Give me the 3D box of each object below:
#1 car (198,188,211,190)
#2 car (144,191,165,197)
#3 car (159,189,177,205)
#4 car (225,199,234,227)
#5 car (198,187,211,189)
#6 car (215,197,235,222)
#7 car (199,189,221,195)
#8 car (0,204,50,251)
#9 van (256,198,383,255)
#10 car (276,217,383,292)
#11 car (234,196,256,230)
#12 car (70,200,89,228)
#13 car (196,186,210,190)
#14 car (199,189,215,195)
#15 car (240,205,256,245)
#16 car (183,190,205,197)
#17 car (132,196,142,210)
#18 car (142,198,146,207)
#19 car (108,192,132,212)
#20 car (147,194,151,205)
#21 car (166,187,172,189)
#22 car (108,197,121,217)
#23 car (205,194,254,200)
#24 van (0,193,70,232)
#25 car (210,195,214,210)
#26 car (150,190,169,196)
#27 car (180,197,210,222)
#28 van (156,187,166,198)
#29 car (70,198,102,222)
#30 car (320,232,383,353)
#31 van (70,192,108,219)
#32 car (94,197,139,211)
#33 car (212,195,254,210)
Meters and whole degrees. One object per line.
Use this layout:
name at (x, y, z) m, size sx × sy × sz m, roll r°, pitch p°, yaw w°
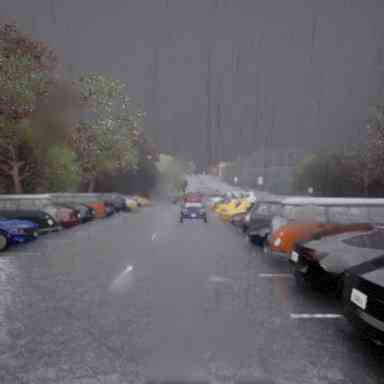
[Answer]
car at (4.254, 0.517, 75.908) m, size 4.792 × 1.488 × 2.163 m, roll 0°, pitch 0°, yaw 0°
car at (-8.797, 0.506, 78.511) m, size 4.674 × 1.452 × 2.002 m, roll 0°, pitch 0°, yaw 0°
car at (-3.473, 0.949, 52.121) m, size 2.150 × 2.045 × 5.566 m, roll 0°, pitch 2°, yaw -1°
car at (4.548, 1.326, 18.341) m, size 4.892 × 1.521 × 2.231 m, roll 0°, pitch 0°, yaw 0°
car at (4.255, 0.340, 78.693) m, size 4.553 × 1.767 × 2.185 m, roll 0°, pitch 1°, yaw 0°
car at (4.356, 1.309, 21.108) m, size 5.366 × 1.575 × 1.946 m, roll 0°, pitch 0°, yaw 0°
car at (4.311, 0.538, 73.124) m, size 4.792 × 1.488 × 2.163 m, roll 0°, pitch 0°, yaw 0°
car at (-8.544, 1.364, 12.855) m, size 5.008 × 1.535 × 2.097 m, roll 0°, pitch 1°, yaw 0°
van at (4.424, 1.164, 10.010) m, size 4.442 × 1.987 × 1.878 m, roll 0°, pitch 1°, yaw 0°
car at (4.570, 1.444, 7.236) m, size 4.792 × 1.488 × 2.163 m, roll 0°, pitch 1°, yaw 0°
car at (4.510, 1.218, 15.560) m, size 4.553 × 1.767 × 2.185 m, roll 0°, pitch 0°, yaw 0°
car at (-8.567, 1.353, 18.393) m, size 4.792 × 1.488 × 2.163 m, roll 0°, pitch 0°, yaw 0°
car at (4.263, 0.147, 84.263) m, size 5.566 × 2.045 × 2.435 m, roll 0°, pitch 1°, yaw 0°
car at (4.332, 0.016, 95.410) m, size 4.553 × 1.767 × 2.185 m, roll 0°, pitch 2°, yaw 0°
car at (4.512, 1.395, 12.789) m, size 4.792 × 1.488 × 2.163 m, roll 0°, pitch 1°, yaw 0°
car at (0.102, 1.044, 41.217) m, size 2.150 × 2.045 × 5.566 m, roll 0°, pitch 0°, yaw 0°
car at (-8.352, 1.298, 35.006) m, size 5.366 × 1.575 × 1.946 m, roll 0°, pitch 0°, yaw 0°
car at (-8.507, 1.329, 40.546) m, size 4.792 × 1.488 × 2.163 m, roll 0°, pitch 0°, yaw 0°
car at (-8.566, 1.050, 29.466) m, size 5.566 × 2.045 × 2.435 m, roll 0°, pitch 0°, yaw 0°
car at (-8.531, 1.298, 45.963) m, size 5.008 × 1.535 × 2.097 m, roll 0°, pitch 0°, yaw 0°
car at (-8.776, 0.224, 92.455) m, size 5.008 × 1.535 × 2.097 m, roll 0°, pitch 1°, yaw 0°
car at (-8.509, 1.332, 26.697) m, size 4.792 × 1.488 × 2.163 m, roll 0°, pitch 0°, yaw 0°
car at (4.357, 1.298, 34.986) m, size 5.366 × 1.575 × 1.946 m, roll 0°, pitch 0°, yaw 0°
van at (-8.430, 1.116, 15.639) m, size 4.442 × 1.987 × 1.878 m, roll 0°, pitch 0°, yaw 0°
car at (4.536, 1.303, 32.210) m, size 4.892 × 1.521 × 2.231 m, roll 0°, pitch 0°, yaw 0°
car at (-8.755, 0.325, 89.666) m, size 4.792 × 1.488 × 2.163 m, roll 0°, pitch 1°, yaw 0°
car at (0.102, 1.351, 23.989) m, size 1.812 × 1.442 × 4.674 m, roll 0°, pitch 0°, yaw 0°
van at (-8.672, 0.284, 73.051) m, size 4.442 × 1.987 × 1.878 m, roll 1°, pitch 1°, yaw 0°
car at (-8.567, 1.341, 21.032) m, size 4.792 × 1.488 × 2.163 m, roll 0°, pitch 0°, yaw 0°
car at (4.570, 1.469, 4.460) m, size 4.792 × 1.488 × 2.163 m, roll 0°, pitch 1°, yaw 0°
van at (-8.655, 1.079, 23.803) m, size 4.442 × 1.987 × 1.878 m, roll 0°, pitch 0°, yaw 0°
car at (-8.534, 1.340, 37.776) m, size 4.674 × 1.452 × 2.002 m, roll 0°, pitch 0°, yaw 0°
car at (4.728, 1.299, 29.434) m, size 5.366 × 1.575 × 1.946 m, roll 0°, pitch 0°, yaw 0°
